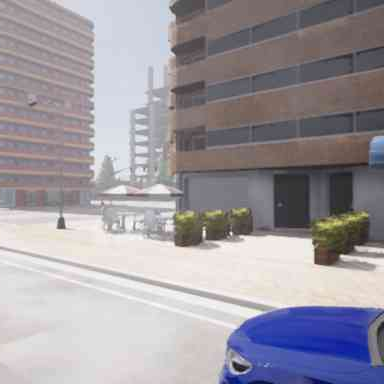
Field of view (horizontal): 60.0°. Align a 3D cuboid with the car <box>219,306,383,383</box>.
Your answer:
[{"bbox_3d":[2.452,1.532,2.460,4.674,1.442,1.812,0,0,34],"label":"car"}]
